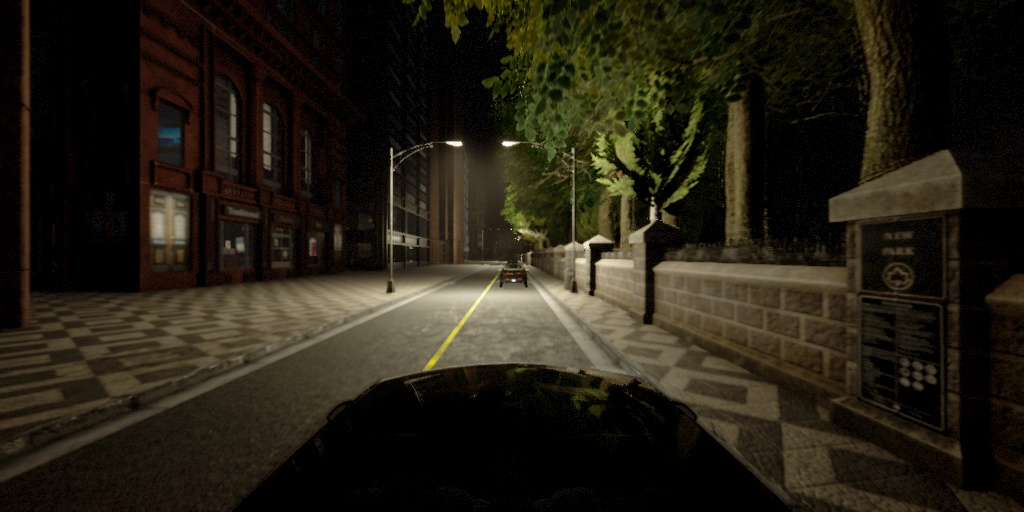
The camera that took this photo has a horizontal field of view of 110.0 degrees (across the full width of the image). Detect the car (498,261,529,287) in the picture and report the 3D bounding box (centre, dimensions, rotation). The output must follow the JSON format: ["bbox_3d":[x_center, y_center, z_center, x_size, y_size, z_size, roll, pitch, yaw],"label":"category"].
[{"bbox_3d":[0.104,1.277,24.888,1.837,1.490,4.892,0,0,0],"label":"car"}]
